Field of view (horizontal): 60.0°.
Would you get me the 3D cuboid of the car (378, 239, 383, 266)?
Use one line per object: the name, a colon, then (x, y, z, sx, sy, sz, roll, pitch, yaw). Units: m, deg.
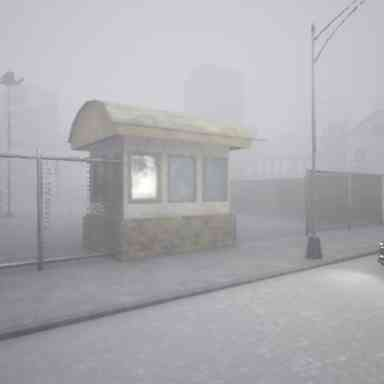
car: (7.402, 1.453, 9.843, 4.892, 1.490, 1.837, 0, 0, -35)
